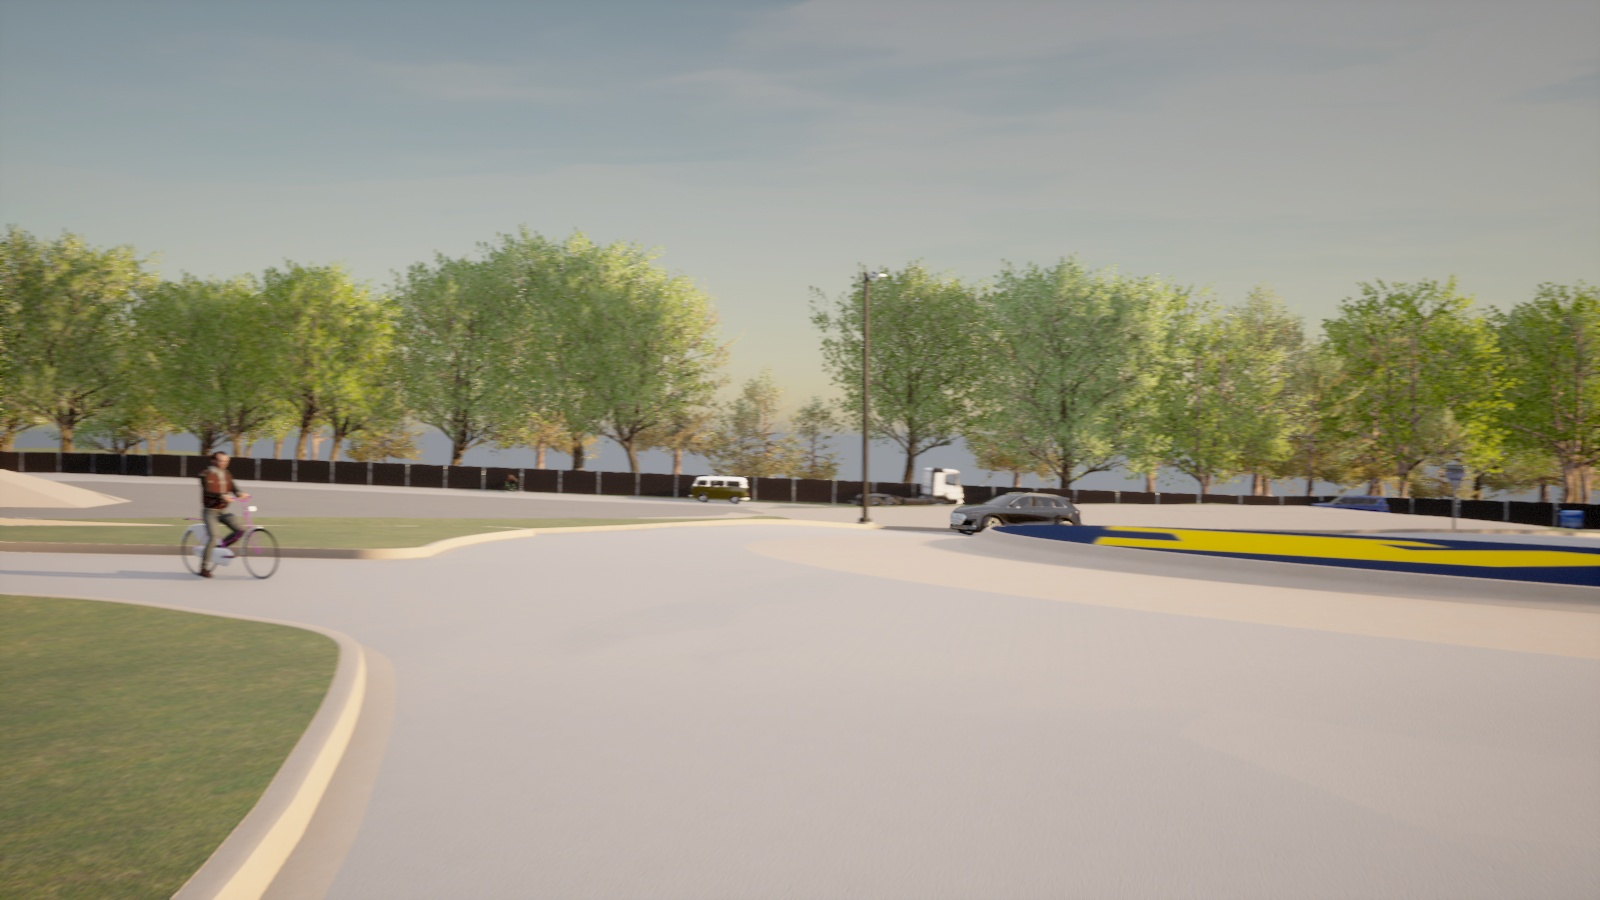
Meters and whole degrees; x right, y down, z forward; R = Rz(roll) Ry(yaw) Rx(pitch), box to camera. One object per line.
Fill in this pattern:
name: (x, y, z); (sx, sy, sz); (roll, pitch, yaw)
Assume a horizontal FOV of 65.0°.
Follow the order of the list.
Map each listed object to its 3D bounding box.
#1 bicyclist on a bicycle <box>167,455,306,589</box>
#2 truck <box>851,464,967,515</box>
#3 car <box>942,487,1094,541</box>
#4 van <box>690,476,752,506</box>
bicyclist on a bicycle: (-7.815, 0.966, 17.408); (1.843, 1.776, 0.659); (-1, 1, 23)
truck: (8.007, 2.885, 92.388); (7.936, 3.462, 2.891); (1, 1, -15)
car: (7.648, 2.235, 44.156); (4.856, 1.649, 2.033); (3, -1, -22)
van: (-6.007, 3.124, 96.204); (4.480, 2.038, 2.069); (2, 1, 2)
